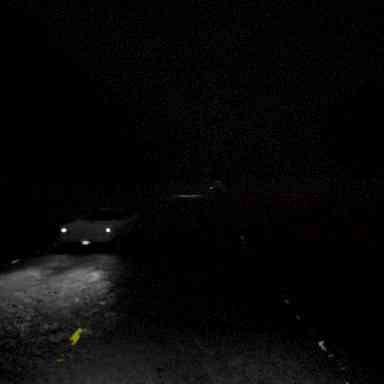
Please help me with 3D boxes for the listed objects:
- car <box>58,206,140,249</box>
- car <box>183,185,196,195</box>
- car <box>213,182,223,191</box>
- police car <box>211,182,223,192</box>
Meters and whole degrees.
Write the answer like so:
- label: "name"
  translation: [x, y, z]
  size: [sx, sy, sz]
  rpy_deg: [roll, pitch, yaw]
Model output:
- label: "car"
  translation: [-3.342, 1.239, 12.826]
  size: [1.895, 1.301, 4.718]
  rpy_deg: [0, 2, 2]
- label: "car"
  translation: [-0.415, -0.400, 55.927]
  size: [1.882, 1.535, 5.008]
  rpy_deg: [-3, 2, 5]
- label: "car"
  translation: [5.947, -1.352, 76.362]
  size: [2.150, 2.045, 5.566]
  rpy_deg: [1, 2, 5]
- label: "police car"
  translation: [5.097, -0.784, 66.483]
  size: [1.930, 1.638, 5.238]
  rpy_deg: [-1, 2, 5]
